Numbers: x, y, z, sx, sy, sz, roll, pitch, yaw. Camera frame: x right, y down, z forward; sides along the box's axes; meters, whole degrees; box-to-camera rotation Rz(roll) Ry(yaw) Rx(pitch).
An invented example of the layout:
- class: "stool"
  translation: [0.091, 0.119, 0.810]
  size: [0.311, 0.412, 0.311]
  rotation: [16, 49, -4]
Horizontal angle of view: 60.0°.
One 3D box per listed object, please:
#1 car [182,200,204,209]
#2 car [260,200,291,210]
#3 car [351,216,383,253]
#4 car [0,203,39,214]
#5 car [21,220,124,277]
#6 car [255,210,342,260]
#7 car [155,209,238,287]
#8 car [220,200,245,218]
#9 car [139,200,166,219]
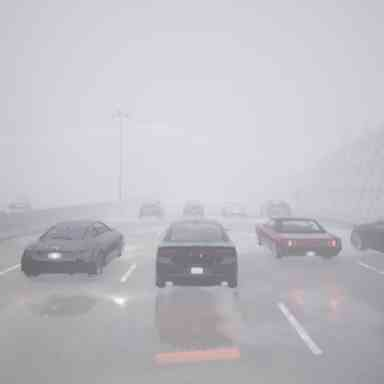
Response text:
- class: "car"
  translation: [0.110, 1.469, 29.910]
  size: [1.812, 1.442, 4.674]
  rotation: [0, 0, 0]
- class: "car"
  translation: [7.122, 1.441, 28.768]
  size: [2.128, 1.511, 4.902]
  rotation: [0, 0, 0]
- class: "car"
  translation: [7.107, 1.474, 11.025]
  size: [2.128, 1.511, 4.902]
  rotation: [0, 0, 0]
- class: "car"
  translation: [-14.008, 1.544, 26.244]
  size: [1.895, 1.301, 4.718]
  rotation: [0, 0, 1]
- class: "car"
  translation: [-3.394, 1.543, 10.230]
  size: [1.994, 1.385, 4.181]
  rotation: [0, 0, 0]
- class: "car"
  translation: [3.609, 1.579, 12.300]
  size: [1.895, 1.301, 4.718]
  rotation: [0, 0, 0]
- class: "car"
  translation: [0.106, 1.460, 9.305]
  size: [1.882, 1.535, 5.008]
  rotation: [0, 0, 0]
- class: "car"
  translation: [3.610, 1.471, 29.905]
  size: [1.812, 1.442, 4.674]
  rotation: [0, 0, 0]
- class: "car"
  translation: [-3.378, 1.435, 28.765]
  size: [2.128, 1.511, 4.902]
  rotation: [0, 0, 0]
